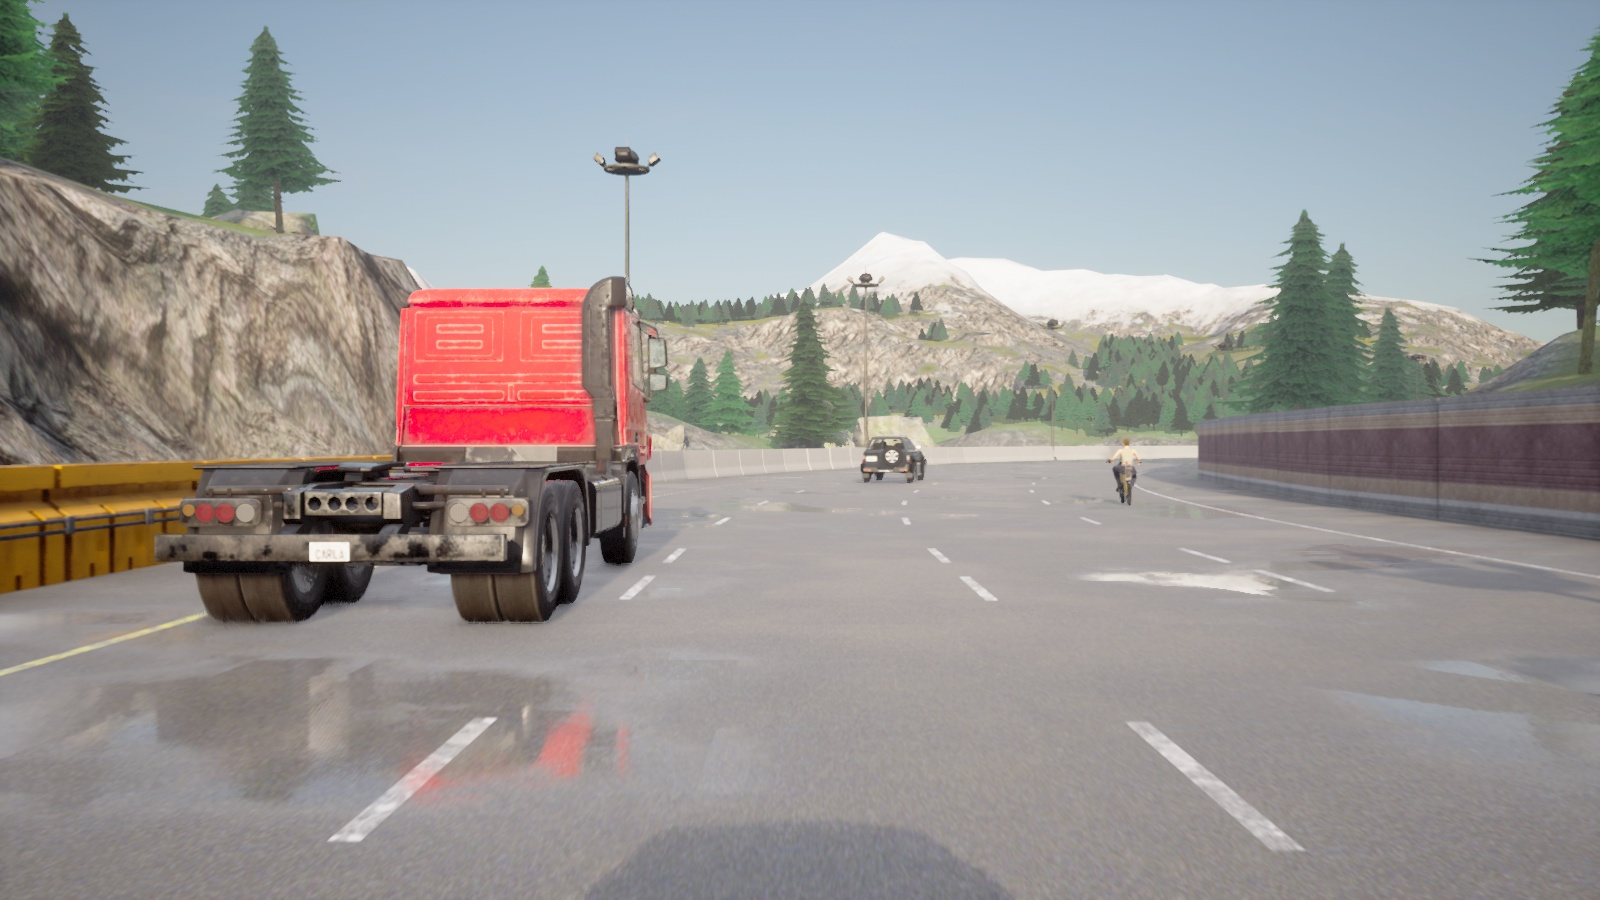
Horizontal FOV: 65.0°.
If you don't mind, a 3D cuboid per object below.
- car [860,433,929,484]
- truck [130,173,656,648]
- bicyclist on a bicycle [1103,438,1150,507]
[{"bbox_3d":[3.678,0.296,48.138,1.932,1.855,4.605,0,0,13],"label":"car"},{"bbox_3d":[-3.426,-0.312,13.132,2.891,3.462,7.936,0,0,0],"label":"truck"},{"bbox_3d":[7.814,0.520,30.127,0.866,1.612,1.509,0,0,6],"label":"bicyclist on a bicycle"}]
